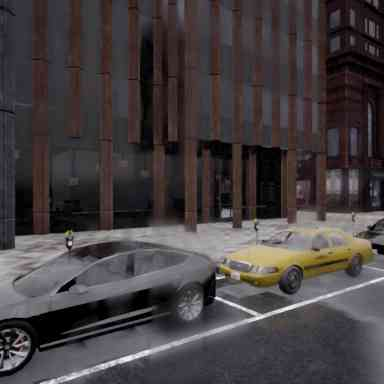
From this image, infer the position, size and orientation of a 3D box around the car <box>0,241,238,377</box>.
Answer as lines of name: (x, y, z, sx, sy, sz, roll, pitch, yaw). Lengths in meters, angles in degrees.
car: (-1.533, 1.566, 5.556, 4.313, 1.339, 1.947, 0, 0, -36)

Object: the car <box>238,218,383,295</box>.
car: (2.916, 1.526, 8.732, 4.829, 1.417, 1.752, 0, 0, -36)
